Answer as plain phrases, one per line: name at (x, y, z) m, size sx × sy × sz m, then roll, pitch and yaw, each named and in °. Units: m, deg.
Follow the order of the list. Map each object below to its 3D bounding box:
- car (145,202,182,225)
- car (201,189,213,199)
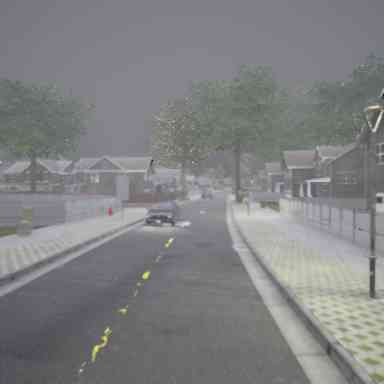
car at (-1.784, 1.378, 22.722) m, size 2.033 × 1.411 × 5.357 m, roll 0°, pitch 1°, yaw 5°
car at (3.174, 0.470, 70.350) m, size 2.150 × 2.045 × 5.566 m, roll 0°, pitch 1°, yaw 6°
